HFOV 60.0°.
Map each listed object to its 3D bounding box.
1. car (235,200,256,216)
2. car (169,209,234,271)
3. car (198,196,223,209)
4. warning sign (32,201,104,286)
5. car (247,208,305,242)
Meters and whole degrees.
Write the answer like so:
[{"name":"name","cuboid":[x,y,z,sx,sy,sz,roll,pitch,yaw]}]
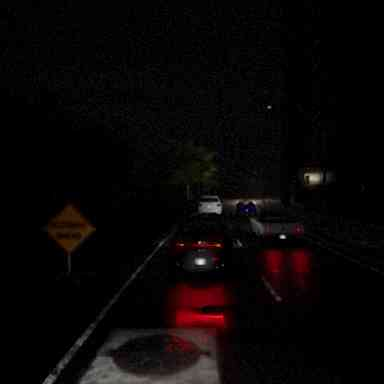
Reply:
[{"name":"car","cuboid":[5.593,1.620,34.727,1.882,1.535,5.008,0,0,6]},{"name":"car","cuboid":[0.342,1.570,11.143,1.837,1.490,4.892,0,0,3]},{"name":"car","cuboid":[1.837,1.356,32.570,2.150,2.045,5.566,0,0,6]},{"name":"warning sign","cuboid":[-2.922,1.161,7.956,1.300,1.860,1.060,0,0,2]},{"name":"car","cuboid":[4.123,1.692,16.844,1.895,1.301,4.718,0,0,3]}]
